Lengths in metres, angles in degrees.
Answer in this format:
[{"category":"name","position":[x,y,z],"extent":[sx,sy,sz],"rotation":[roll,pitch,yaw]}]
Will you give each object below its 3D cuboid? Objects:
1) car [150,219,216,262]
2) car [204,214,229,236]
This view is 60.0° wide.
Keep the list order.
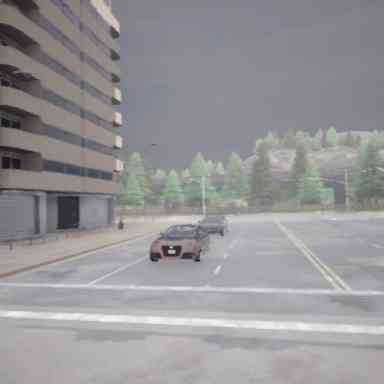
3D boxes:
[{"category":"car","position":[-0.376,2.139,14.529],"extent":[1.994,1.385,4.181],"rotation":[-2,-2,11]},{"category":"car","position":[1.653,2.401,24.599],"extent":[1.837,1.490,4.892],"rotation":[-2,-2,11]}]
